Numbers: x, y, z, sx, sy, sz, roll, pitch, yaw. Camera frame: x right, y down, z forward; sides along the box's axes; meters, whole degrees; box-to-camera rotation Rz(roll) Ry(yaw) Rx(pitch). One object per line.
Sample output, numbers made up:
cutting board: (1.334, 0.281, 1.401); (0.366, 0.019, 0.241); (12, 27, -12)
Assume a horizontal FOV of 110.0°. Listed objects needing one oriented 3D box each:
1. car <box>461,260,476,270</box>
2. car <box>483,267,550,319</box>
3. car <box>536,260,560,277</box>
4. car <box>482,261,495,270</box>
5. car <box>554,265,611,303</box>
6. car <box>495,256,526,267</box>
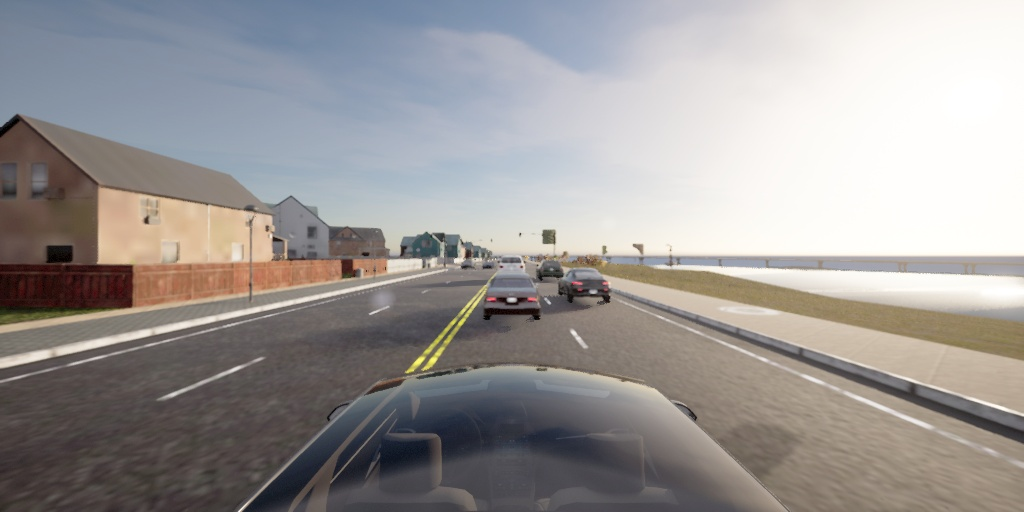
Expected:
car: (-6.706, 1.327, 55.176); (1.837, 1.490, 4.892); (0, -1, 0)
car: (0.014, 1.305, 12.783); (2.033, 1.411, 5.357); (0, 0, 0)
car: (3.239, 1.129, 31.213); (2.097, 1.767, 4.553); (0, 0, 0)
car: (-3.459, 1.383, 54.576); (1.994, 1.385, 4.181); (0, 0, 0)
car: (3.283, 1.287, 16.744); (1.812, 1.442, 4.674); (0, -1, 0)
car: (-0.010, 1.001, 30.405); (2.150, 2.045, 5.566); (0, 0, 0)
